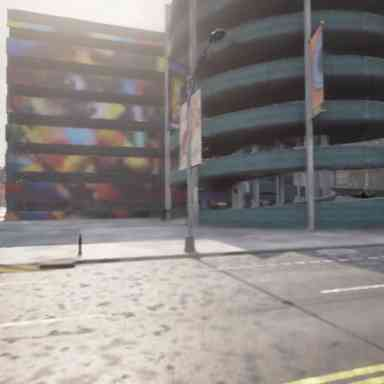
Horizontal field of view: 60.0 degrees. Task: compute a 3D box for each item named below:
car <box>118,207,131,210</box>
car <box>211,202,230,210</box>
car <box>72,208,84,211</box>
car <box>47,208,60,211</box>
[{"bbox_3d":[-11.854,3.276,58.612,1.895,1.301,4.718,0,-2,-18],"label":"car"},{"bbox_3d":[5.530,2.924,64.995,2.435,2.045,5.566,0,-2,-18],"label":"car"},{"bbox_3d":[-15.437,2.757,45.132,2.002,1.452,4.674,0,-2,-18],"label":"car"},{"bbox_3d":[-23.040,3.203,55.512,2.161,1.482,4.786,0,-2,-18],"label":"car"}]
